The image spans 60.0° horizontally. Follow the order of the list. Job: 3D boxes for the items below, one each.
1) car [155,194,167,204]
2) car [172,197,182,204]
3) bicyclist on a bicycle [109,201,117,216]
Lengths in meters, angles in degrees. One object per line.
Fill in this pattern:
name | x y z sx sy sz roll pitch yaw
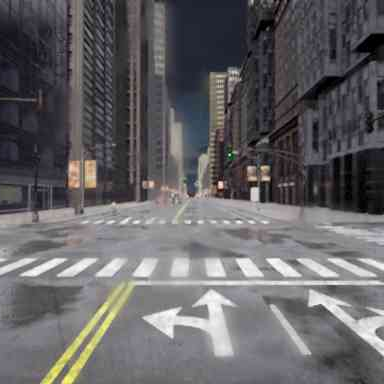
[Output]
car | -6.412 1.503 69.697 2.150 2.045 5.566 0 -1 0
car | -3.162 1.803 69.720 2.128 1.511 4.902 0 -1 0
bicyclist on a bicycle | -8.657 1.774 36.697 0.866 1.612 1.509 0 -1 0
